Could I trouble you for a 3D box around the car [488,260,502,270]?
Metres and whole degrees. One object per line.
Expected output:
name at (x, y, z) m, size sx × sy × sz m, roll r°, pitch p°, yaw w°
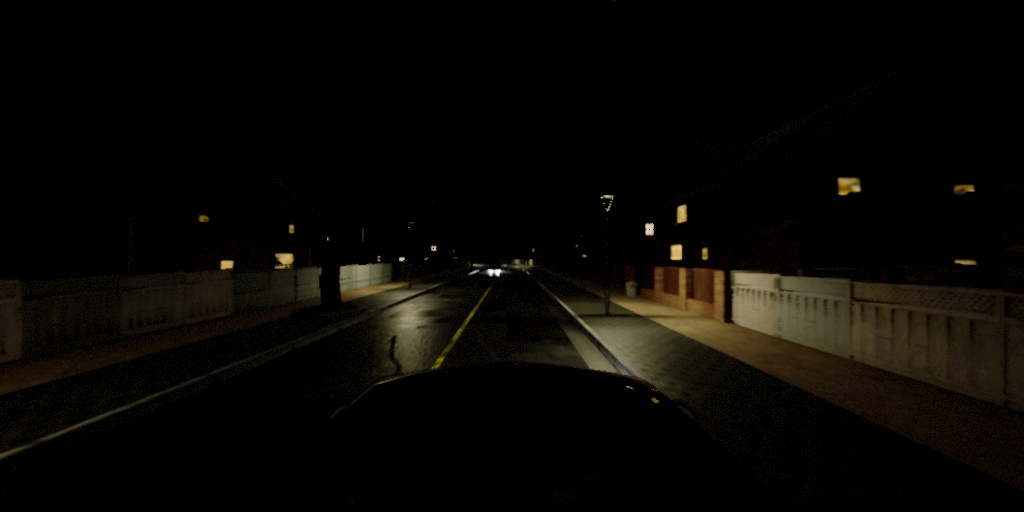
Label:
car at (-2.719, 1.336, 56.403) m, size 2.128 × 1.511 × 4.902 m, roll 0°, pitch 0°, yaw -2°
